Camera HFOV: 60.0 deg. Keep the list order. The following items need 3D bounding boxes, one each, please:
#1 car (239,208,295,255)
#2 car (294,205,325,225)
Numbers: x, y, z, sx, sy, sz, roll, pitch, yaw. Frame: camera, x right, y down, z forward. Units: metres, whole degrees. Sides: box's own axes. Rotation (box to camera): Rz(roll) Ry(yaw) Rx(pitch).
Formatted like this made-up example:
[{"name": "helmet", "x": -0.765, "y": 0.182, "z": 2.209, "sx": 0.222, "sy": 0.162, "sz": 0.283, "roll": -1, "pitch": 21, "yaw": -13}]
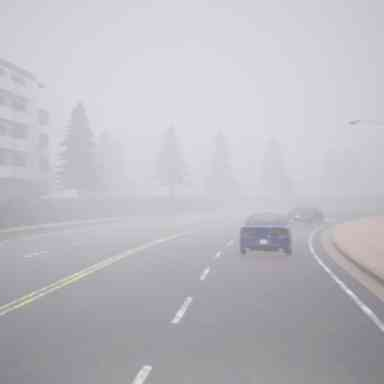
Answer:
[{"name": "car", "x": 3.165, "y": 1.565, "z": 13.860, "sx": 1.882, "sy": 1.535, "sz": 5.008, "roll": -1, "pitch": 0, "yaw": 16}, {"name": "car", "x": 8.731, "y": 1.696, "z": 25.575, "sx": 1.994, "sy": 1.385, "sz": 4.181, "roll": -1, "pitch": -1, "yaw": 36}]
